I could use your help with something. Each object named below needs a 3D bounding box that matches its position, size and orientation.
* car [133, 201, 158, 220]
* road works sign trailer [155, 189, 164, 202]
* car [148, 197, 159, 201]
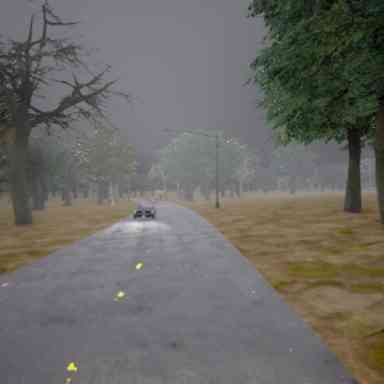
[{"bbox_3d":[-4.049,1.691,29.218,1.895,1.301,4.718,0,0,-4],"label":"car"},{"bbox_3d":[-9.273,1.086,95.017,2.380,3.560,2.880,1,-1,-12],"label":"road works sign trailer"},{"bbox_3d":[-8.186,1.869,70.501,2.128,1.511,4.902,0,-1,-8],"label":"car"}]
